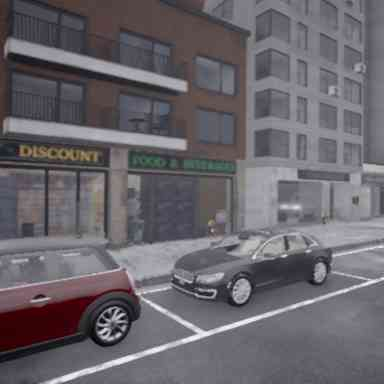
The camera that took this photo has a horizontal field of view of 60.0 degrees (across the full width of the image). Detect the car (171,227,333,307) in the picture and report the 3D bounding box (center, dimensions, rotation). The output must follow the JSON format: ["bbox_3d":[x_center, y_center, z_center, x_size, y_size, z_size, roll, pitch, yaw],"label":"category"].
[{"bbox_3d":[1.582,1.552,7.883,4.403,1.369,2.008,0,1,-35],"label":"car"}]

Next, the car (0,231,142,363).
[{"bbox_3d":[-2.879,1.440,4.698,4.097,1.590,1.967,0,1,-35],"label":"car"}]
